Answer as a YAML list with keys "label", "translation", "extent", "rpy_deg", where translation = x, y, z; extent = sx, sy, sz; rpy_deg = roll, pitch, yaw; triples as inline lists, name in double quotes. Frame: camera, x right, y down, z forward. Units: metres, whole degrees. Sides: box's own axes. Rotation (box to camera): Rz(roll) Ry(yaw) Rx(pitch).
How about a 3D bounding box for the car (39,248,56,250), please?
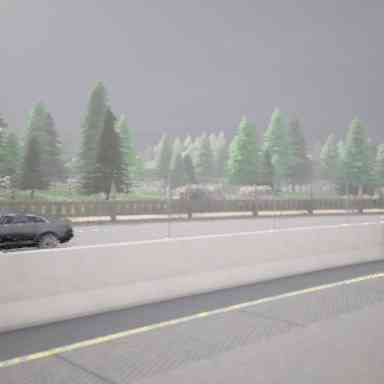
- label: "car"
  translation: [-6.787, 1.445, 11.850]
  extent: [4.902, 1.511, 2.128]
  rpy_deg: [0, 0, -33]
